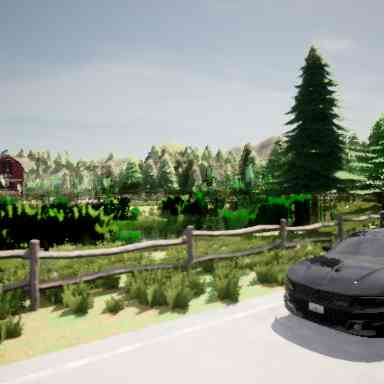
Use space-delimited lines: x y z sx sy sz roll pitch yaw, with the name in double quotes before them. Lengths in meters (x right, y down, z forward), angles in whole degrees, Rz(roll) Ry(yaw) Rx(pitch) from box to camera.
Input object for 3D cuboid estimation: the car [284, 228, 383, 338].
"car" 3.876 1.486 6.544 5.008 1.535 1.882 0 0 -37
